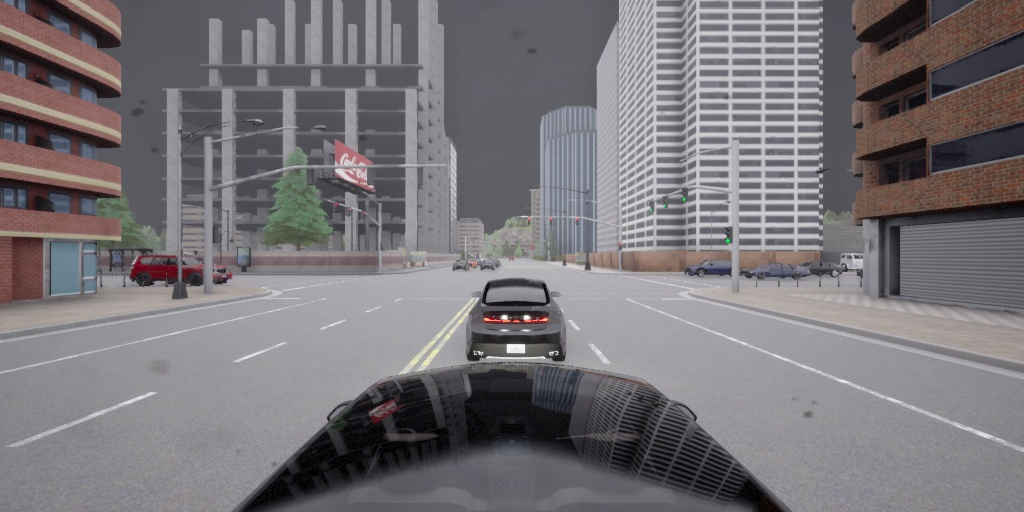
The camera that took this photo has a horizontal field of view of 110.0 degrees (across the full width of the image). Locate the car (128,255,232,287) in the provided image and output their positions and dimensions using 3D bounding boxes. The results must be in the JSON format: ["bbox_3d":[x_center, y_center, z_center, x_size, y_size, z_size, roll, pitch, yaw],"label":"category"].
[{"bbox_3d":[-22.015,0.971,23.977,5.566,2.045,2.150,0,0,0],"label":"car"}]

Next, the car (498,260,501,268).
[{"bbox_3d":[-3.295,1.102,60.422,2.097,1.767,4.553,0,0,0],"label":"car"}]

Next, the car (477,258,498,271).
[{"bbox_3d":[-3.360,1.255,50.297,1.837,1.490,4.892,0,0,0],"label":"car"}]

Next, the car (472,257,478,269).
[{"bbox_3d":[-6.812,1.102,57.973,2.097,1.767,4.553,0,0,0],"label":"car"}]

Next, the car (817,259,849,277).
[{"bbox_3d":[29.064,1.255,34.695,4.892,1.490,1.837,0,0,0],"label":"car"}]

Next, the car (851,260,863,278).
[{"bbox_3d":[32.716,1.314,31.192,4.181,1.385,1.994,0,0,0],"label":"car"}]

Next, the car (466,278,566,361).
[{"bbox_3d":[0.093,1.255,8.235,1.837,1.490,4.892,0,0,1],"label":"car"}]

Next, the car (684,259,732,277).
[{"bbox_3d":[19.214,1.102,34.700,4.553,1.767,2.097,0,0,0],"label":"car"}]

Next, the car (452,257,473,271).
[{"bbox_3d":[-6.869,1.255,48.767,1.837,1.490,4.892,0,0,0],"label":"car"}]

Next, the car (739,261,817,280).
[{"bbox_3d":[22.804,1.297,31.202,5.357,1.411,2.033,0,0,0],"label":"car"}]
